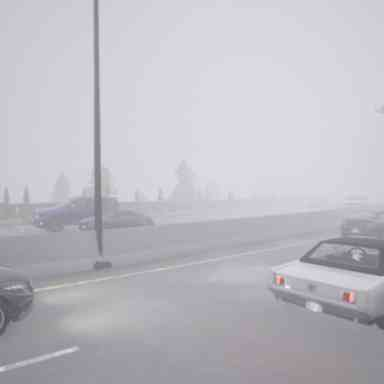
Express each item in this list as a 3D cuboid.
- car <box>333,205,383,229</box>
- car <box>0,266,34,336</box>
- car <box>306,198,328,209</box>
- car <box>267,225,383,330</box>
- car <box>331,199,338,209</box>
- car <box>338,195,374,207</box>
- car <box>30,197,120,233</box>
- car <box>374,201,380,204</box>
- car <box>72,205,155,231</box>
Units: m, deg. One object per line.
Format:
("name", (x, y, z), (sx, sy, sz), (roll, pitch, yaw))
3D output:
("car", (8.966, 1.570, 16.591), (1.812, 1.442, 4.674), (0, 0, 45))
("car", (-4.847, 1.552, 4.765), (4.674, 1.442, 1.812), (0, 0, -35))
("car", (18.778, 1.672, 49.893), (1.882, 1.535, 5.008), (0, 0, 40))
("car", (3.744, 1.617, 6.926), (4.718, 1.301, 1.895), (0, 0, -39))
("car", (21.544, 1.698, 47.752), (1.812, 1.442, 4.674), (0, 0, 40))
("car", (20.010, 1.356, 40.446), (2.150, 2.045, 5.566), (0, 0, 40))
("car", (-7.067, 1.320, 20.918), (5.566, 2.045, 2.150), (0, 0, -41))
("car", (44.539, 2.857, 80.822), (2.097, 1.767, 4.553), (0, -5, 40))
("car", (-4.191, 1.648, 18.841), (4.181, 1.385, 1.994), (0, 0, -41))
